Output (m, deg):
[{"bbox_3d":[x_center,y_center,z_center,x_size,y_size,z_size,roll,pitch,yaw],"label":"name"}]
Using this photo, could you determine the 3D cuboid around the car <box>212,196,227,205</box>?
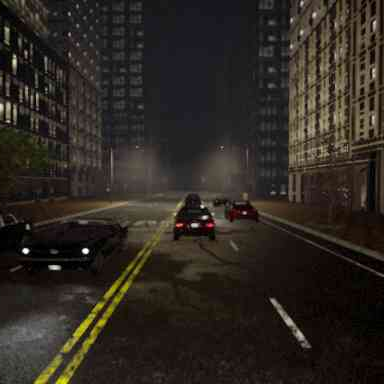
[{"bbox_3d":[3.351,1.085,38.766,1.895,1.301,4.718,0,1,0],"label":"car"}]

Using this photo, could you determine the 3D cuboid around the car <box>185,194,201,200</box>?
[{"bbox_3d":[0.103,0.944,40.037,1.882,1.535,5.008,0,1,0],"label":"car"}]

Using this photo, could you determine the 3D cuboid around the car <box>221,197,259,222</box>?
[{"bbox_3d":[3.353,1.259,23.153,1.994,1.385,4.181,0,1,0],"label":"car"}]

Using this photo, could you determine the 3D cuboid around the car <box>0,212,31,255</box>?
[{"bbox_3d":[-6.515,1.363,9.897,2.128,1.511,4.902,0,1,0],"label":"car"}]

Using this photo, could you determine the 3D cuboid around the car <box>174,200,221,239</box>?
[{"bbox_3d":[0.102,1.340,15.809,2.033,1.411,5.357,0,1,0],"label":"car"}]

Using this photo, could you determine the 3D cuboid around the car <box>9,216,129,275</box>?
[{"bbox_3d":[-3.263,1.468,10.134,1.895,1.301,4.718,0,1,0],"label":"car"}]
